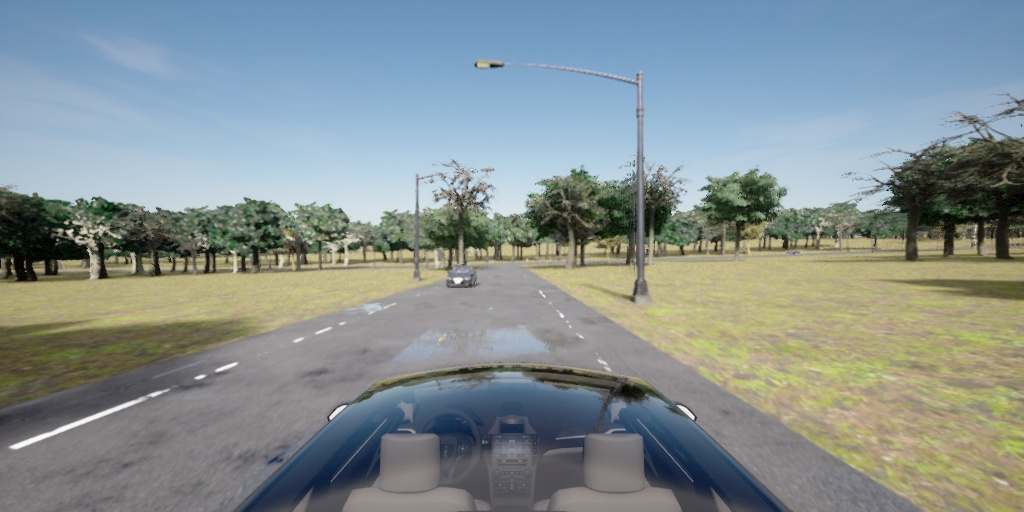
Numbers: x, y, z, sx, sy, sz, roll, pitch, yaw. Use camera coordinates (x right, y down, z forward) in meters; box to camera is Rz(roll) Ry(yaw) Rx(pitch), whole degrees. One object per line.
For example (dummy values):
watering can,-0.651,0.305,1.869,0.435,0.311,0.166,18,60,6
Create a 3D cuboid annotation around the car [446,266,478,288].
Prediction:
car,-3.593,1.497,26.229,2.128,1.511,4.902,0,-1,0
